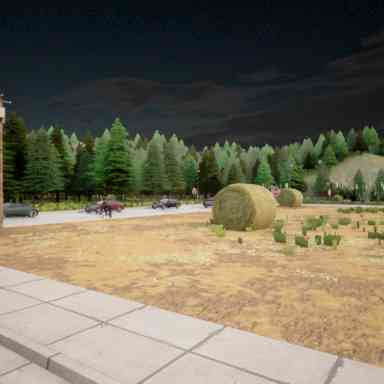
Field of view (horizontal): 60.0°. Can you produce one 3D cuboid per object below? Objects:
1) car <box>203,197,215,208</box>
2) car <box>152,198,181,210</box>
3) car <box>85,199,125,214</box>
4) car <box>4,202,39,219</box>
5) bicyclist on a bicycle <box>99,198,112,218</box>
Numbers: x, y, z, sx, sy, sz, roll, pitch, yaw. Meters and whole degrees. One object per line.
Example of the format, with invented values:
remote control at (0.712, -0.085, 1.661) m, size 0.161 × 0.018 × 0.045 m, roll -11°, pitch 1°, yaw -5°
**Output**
car at (3.489, 1.518, 47.795) m, size 2.128 × 1.511 × 4.902 m, roll 0°, pitch 0°, yaw 37°
car at (-3.386, 1.552, 44.573) m, size 1.812 × 1.442 × 4.674 m, roll 0°, pitch 0°, yaw 37°
car at (-9.468, 1.552, 36.347) m, size 1.812 × 1.442 × 4.674 m, roll 0°, pitch 0°, yaw 36°
car at (-15.382, 1.591, 28.356) m, size 1.994 × 1.385 × 4.181 m, roll 0°, pitch 0°, yaw 36°
bicyclist on a bicycle at (-7.049, 1.327, 27.042) m, size 1.656 × 1.620 × 0.582 m, roll 0°, pitch 0°, yaw 36°
